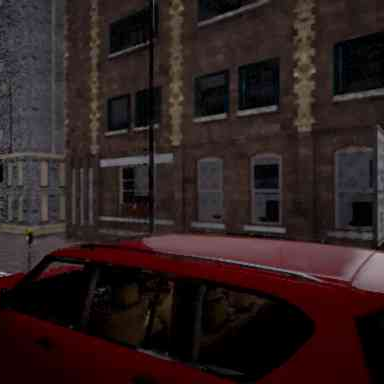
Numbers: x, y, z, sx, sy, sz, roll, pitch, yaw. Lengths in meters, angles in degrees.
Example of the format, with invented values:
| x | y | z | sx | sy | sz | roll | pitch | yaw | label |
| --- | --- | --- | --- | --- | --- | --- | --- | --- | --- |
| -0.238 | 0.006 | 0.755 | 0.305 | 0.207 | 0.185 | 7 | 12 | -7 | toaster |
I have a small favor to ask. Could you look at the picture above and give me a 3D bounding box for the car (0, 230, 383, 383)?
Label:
| x | y | z | sx | sy | sz | roll | pitch | yaw | label |
| --- | --- | --- | --- | --- | --- | --- | --- | --- | --- |
| -0.454 | 1.323 | 3.195 | 5.009 | 1.841 | 2.192 | 0 | 0 | 35 | car |
